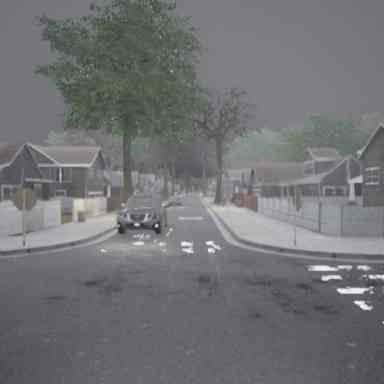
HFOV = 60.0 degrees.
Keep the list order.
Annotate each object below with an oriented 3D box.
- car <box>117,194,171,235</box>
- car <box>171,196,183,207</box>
[{"bbox_3d":[-2.574,1.162,18.476,2.150,2.045,5.566,0,0,1],"label":"car"},{"bbox_3d":[-2.307,1.290,46.436,1.837,1.490,4.892,0,1,1],"label":"car"}]
